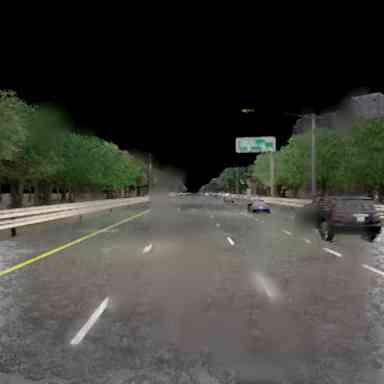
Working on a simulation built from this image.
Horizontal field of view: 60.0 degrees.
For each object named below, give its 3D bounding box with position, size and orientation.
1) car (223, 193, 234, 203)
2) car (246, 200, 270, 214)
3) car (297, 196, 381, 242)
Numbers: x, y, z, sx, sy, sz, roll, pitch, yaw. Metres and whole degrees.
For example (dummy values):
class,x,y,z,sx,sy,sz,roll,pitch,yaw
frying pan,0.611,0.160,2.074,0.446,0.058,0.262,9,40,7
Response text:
class,x,y,z,sx,sy,sz,roll,pitch,yaw
car,7.221,1.505,66.691,2.033,1.411,5.357,0,0,0
car,7.077,1.559,35.893,1.994,1.385,4.181,0,0,0
car,7.017,1.223,16.495,2.150,2.045,5.566,0,0,0
